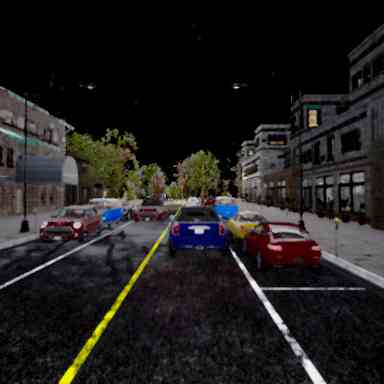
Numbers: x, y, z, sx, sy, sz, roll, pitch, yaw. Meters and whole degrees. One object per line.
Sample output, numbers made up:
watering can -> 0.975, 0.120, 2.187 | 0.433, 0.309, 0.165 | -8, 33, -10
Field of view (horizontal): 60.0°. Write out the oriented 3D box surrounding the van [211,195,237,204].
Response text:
van -> 2.712, 1.313, 27.161 | 1.690, 1.788, 3.998 | 1, 0, 0

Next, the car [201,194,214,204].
car -> 2.736, 1.236, 60.418 | 2.192, 1.841, 5.009 | 1, 0, 0

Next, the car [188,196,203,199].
car -> 0.115, 1.477, 42.608 | 1.812, 1.442, 4.674 | 0, 0, 0

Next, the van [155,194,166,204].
van -> -5.670, 1.263, 60.409 | 1.690, 1.788, 3.998 | 1, 0, 0

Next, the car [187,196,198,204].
car -> 0.121, 1.448, 60.118 | 1.812, 1.442, 4.674 | 0, 0, 0

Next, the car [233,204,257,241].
car -> 2.706, 1.509, 16.244 | 1.752, 1.417, 4.829 | 1, 0, 0

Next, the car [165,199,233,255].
car -> 0.175, 1.339, 13.337 | 2.097, 1.767, 4.553 | 0, 0, -2

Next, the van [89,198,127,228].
van -> -5.670, 1.320, 21.607 | 1.690, 1.788, 3.998 | 1, 0, 0

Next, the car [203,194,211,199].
car -> 2.718, 1.381, 49.333 | 1.967, 1.590, 4.097 | 1, 0, 0

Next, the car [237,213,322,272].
car -> 2.703, 1.572, 10.531 | 1.802, 1.307, 4.206 | 1, 0, 0

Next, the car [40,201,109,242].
car -> -5.674, 1.425, 16.065 | 1.967, 1.590, 4.097 | 1, 0, 0

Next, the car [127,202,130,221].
car -> -5.671, 1.523, 27.151 | 2.008, 1.369, 4.403 | 1, 0, 0

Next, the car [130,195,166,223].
car -> -3.086, 1.326, 25.384 | 2.097, 1.767, 4.553 | 0, 0, 0
